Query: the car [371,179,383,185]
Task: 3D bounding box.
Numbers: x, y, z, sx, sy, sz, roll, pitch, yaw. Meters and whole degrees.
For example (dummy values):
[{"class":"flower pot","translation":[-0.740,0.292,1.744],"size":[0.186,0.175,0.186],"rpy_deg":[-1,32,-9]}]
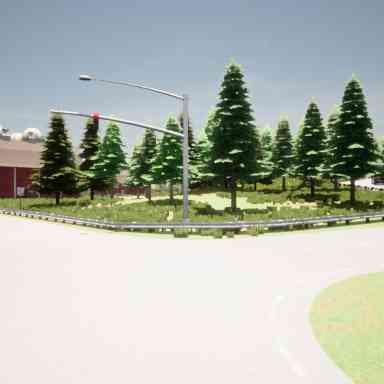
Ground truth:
[{"class":"car","translation":[29.049,-1.912,51.483],"size":[1.837,1.490,4.892],"rpy_deg":[0,5,21]}]
